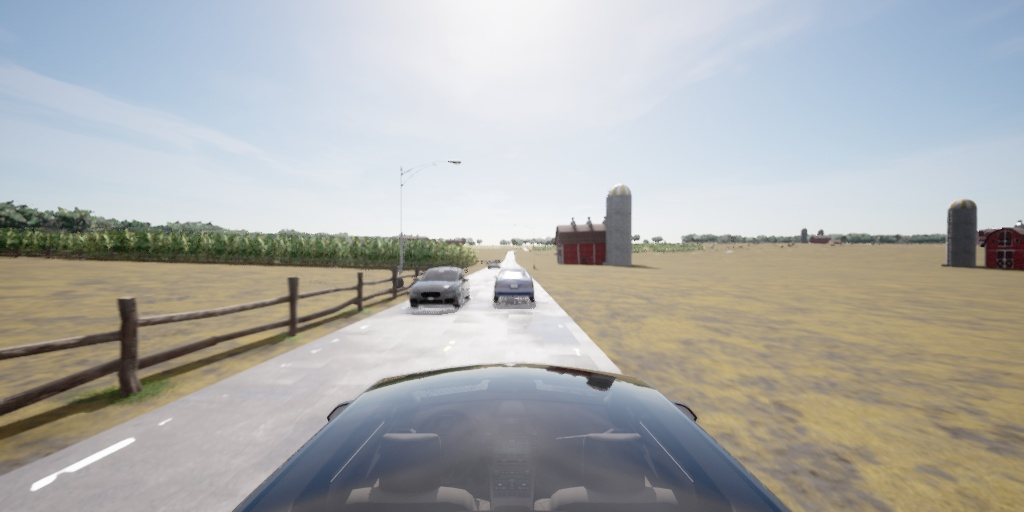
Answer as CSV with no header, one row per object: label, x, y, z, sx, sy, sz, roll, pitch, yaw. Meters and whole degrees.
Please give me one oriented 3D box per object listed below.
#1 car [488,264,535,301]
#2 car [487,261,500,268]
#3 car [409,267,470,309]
car,0.087,1.276,17.153,2.033,1.411,5.357,0,0,0
car,-2.795,1.447,56.578,1.895,1.301,4.718,0,0,1
car,-2.849,1.237,14.990,1.837,1.490,4.892,0,0,0
